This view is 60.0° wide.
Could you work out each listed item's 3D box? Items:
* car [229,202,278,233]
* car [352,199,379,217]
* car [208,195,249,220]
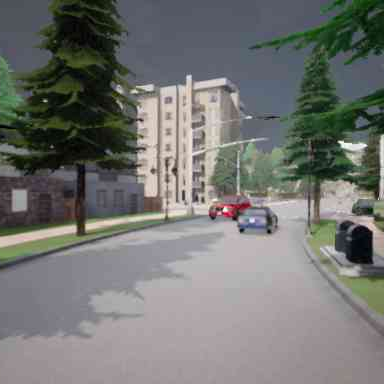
[{"bbox_3d":[3.983,1.564,19.793,2.033,1.411,5.357,0,0,20],"label":"car"},{"bbox_3d":[17.576,1.472,31.246,4.553,1.767,2.097,0,0,21],"label":"car"},{"bbox_3d":[3.285,1.289,27.830,2.150,2.045,5.566,0,0,26],"label":"car"}]
